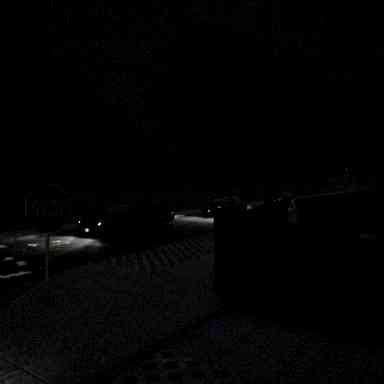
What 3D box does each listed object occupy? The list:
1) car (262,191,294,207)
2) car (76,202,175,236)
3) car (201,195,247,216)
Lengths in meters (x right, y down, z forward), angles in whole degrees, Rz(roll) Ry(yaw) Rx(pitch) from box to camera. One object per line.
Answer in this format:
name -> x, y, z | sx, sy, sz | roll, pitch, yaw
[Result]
car -> 8.738, 0.666, 33.517 | 1.837, 1.490, 4.892 | 0, 1, 35
car -> -3.110, 1.237, 16.874 | 2.033, 1.411, 5.357 | 0, 1, 36
car -> 2.531, 0.967, 24.806 | 1.812, 1.442, 4.674 | 0, 2, 36
